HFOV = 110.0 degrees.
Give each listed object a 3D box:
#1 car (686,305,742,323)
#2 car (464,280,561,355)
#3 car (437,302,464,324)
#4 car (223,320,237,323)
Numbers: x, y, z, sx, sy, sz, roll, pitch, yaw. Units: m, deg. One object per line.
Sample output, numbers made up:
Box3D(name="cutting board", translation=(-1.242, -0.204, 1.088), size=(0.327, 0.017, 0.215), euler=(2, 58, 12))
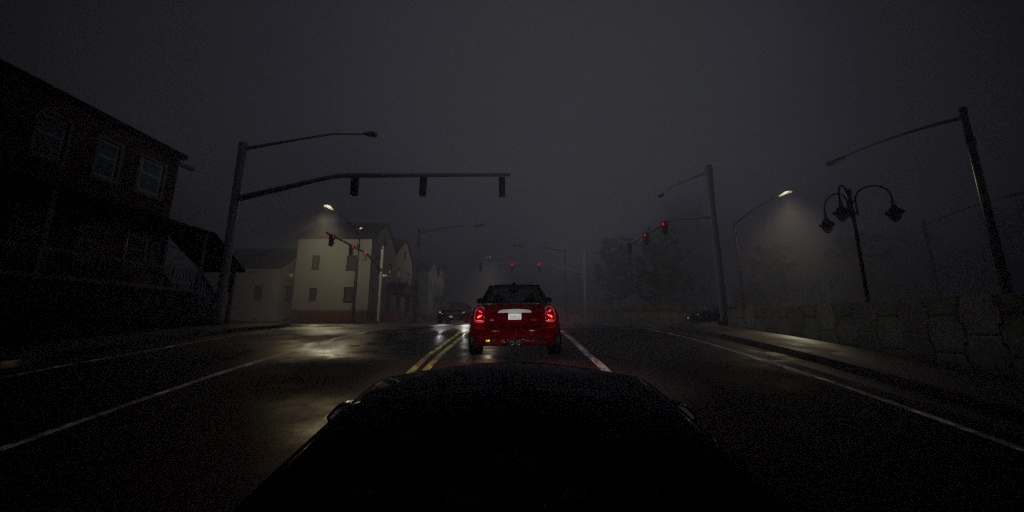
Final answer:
Box3D(name="car", translation=(16.326, 4.619, 28.246), size=(4.902, 1.511, 2.128), euler=(0, -10, 1))
Box3D(name="car", translation=(0.066, 1.563, 10.027), size=(2.097, 1.767, 4.553), euler=(-1, -6, 0))
Box3D(name="car", translation=(-3.579, 3.687, 23.294), size=(1.812, 1.442, 4.674), euler=(0, -10, 0))
Box3D(name="car", translation=(-19.878, 5.149, 24.876), size=(5.008, 1.535, 1.882), euler=(-9, -10, 0))
